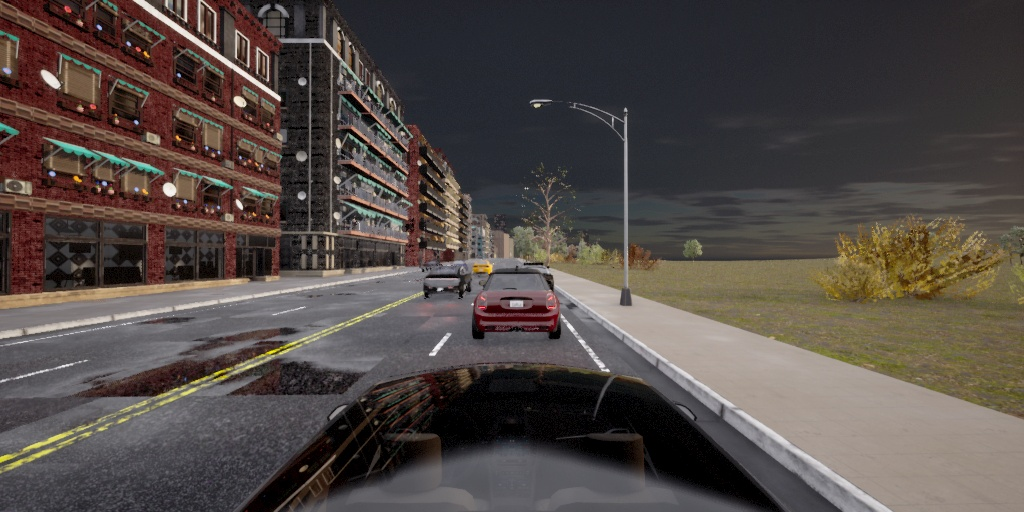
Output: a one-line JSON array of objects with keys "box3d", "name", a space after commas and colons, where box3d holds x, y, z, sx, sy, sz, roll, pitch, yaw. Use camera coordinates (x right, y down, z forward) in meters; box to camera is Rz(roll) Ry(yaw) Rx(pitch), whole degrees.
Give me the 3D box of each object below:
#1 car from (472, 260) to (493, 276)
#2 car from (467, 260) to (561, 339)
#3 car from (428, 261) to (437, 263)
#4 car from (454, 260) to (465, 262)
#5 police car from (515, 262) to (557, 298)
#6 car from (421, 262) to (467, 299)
[{"box3d": [-3.085, 1.231, 38.417, 1.882, 1.535, 5.008, 0, 0, 0], "name": "car"}, {"box3d": [0.111, 1.104, 10.225, 2.097, 1.767, 4.553, 0, 0, 0], "name": "car"}, {"box3d": [-9.775, 1.318, 43.944, 1.994, 1.385, 4.181, 0, 0, 0], "name": "car"}, {"box3d": [-6.524, 1.279, 44.214, 1.812, 1.442, 4.674, 0, 0, 0], "name": "car"}, {"box3d": [1.169, 1.178, 19.721, 1.930, 1.638, 5.238, 0, 0, 0], "name": "police car"}, {"box3d": [-3.123, 1.243, 18.090, 2.128, 1.511, 4.902, 0, 0, 0], "name": "car"}]
